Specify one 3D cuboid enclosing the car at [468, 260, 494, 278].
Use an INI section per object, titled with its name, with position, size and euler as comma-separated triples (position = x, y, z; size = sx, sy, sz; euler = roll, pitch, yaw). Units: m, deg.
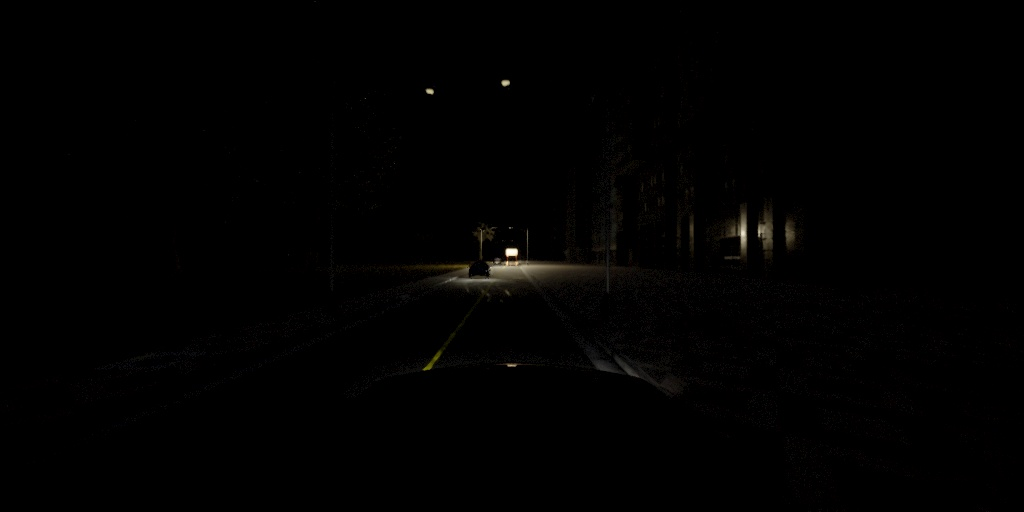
[car]
position = -3.102, 1.293, 34.712
size = 1.882, 1.535, 5.008
euler = 0, 0, 0
